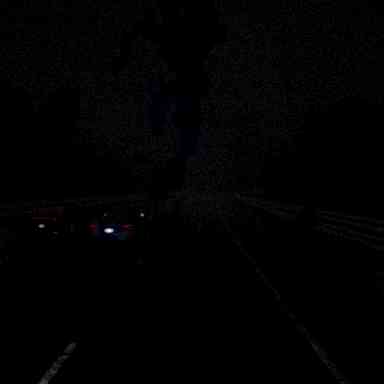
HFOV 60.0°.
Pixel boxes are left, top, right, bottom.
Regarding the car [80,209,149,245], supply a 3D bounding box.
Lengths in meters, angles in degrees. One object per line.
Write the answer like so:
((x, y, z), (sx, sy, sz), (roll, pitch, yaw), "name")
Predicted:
((-3.161, 1.451, 14.878), (1.994, 1.385, 4.181), (0, 0, 1), "car")

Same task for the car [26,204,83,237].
((-6.602, 1.346, 17.213), (1.882, 1.535, 5.008), (0, 0, 2), "car")

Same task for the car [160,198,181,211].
((-2.253, 1.327, 36.169), (1.895, 1.301, 4.718), (0, 0, 3), "car")
